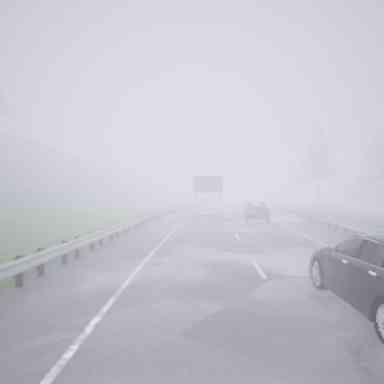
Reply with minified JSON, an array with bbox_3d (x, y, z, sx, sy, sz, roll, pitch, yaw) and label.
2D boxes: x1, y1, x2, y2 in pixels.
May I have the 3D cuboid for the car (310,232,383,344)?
[{"bbox_3d":[3.736,1.511,6.170,1.837,1.490,4.892,0,0,1],"label":"car"}]

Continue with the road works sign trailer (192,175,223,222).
[{"bbox_3d":[1.293,0.468,26.689,2.380,3.560,2.880,0,0,7],"label":"road works sign trailer"}]

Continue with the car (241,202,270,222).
[{"bbox_3d":[4.962,1.500,26.188,2.128,1.511,4.902,0,0,5],"label":"car"}]
